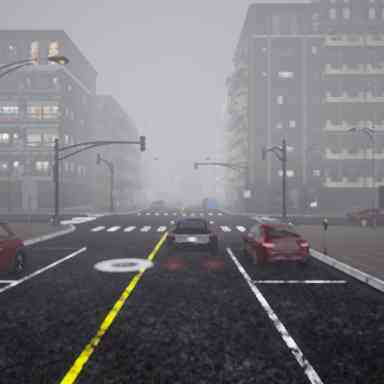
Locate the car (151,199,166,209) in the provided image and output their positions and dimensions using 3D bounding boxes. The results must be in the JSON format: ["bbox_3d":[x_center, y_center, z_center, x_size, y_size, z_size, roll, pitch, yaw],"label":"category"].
[{"bbox_3d":[-5.837,2.177,55.104,1.802,1.307,4.206,-1,-1,0],"label":"car"}]

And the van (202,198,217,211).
[{"bbox_3d":[2.815,1.870,49.559,1.690,1.788,3.998,-1,-1,0],"label":"van"}]

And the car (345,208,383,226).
[{"bbox_3d":[14.721,2.019,26.779,4.507,1.381,1.887,1,-1,0],"label":"car"}]

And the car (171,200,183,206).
[{"bbox_3d":[-2.993,2.438,74.560,1.895,1.301,4.718,0,-1,0],"label":"car"}]

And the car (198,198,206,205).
[{"bbox_3d":[2.736,2.468,88.177,1.967,1.590,4.097,-1,-1,0],"label":"car"}]

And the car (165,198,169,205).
[{"bbox_3d":[-5.837,2.229,60.625,1.947,1.339,4.313,-1,-1,0],"label":"car"}]

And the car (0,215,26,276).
[{"bbox_3d":[-5.739,1.516,7.878,1.967,1.590,4.097,0,-1,0],"label":"car"}]

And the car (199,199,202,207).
[{"bbox_3d":[2.726,1.910,55.056,2.192,1.841,5.009,-1,-1,0],"label":"car"}]

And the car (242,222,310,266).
[{"bbox_3d":[2.793,1.696,11.657,1.802,1.307,4.206,0,-1,0],"label":"car"}]

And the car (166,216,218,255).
[{"bbox_3d":[0.003,1.701,13.995,1.994,1.385,4.181,0,-1,0],"label":"car"}]

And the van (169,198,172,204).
[{"bbox_3d":[-5.838,2.294,82.719,1.690,1.788,3.998,-1,-1,0],"label":"van"}]

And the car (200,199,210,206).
[{"bbox_3d":[2.687,2.245,71.615,1.967,1.590,4.097,-1,-1,0],"label":"car"}]
